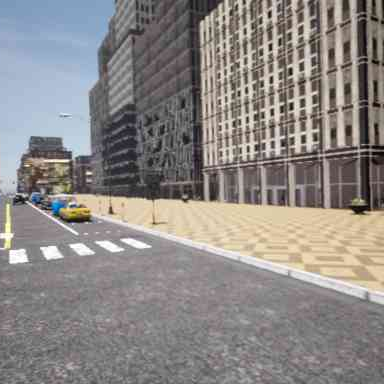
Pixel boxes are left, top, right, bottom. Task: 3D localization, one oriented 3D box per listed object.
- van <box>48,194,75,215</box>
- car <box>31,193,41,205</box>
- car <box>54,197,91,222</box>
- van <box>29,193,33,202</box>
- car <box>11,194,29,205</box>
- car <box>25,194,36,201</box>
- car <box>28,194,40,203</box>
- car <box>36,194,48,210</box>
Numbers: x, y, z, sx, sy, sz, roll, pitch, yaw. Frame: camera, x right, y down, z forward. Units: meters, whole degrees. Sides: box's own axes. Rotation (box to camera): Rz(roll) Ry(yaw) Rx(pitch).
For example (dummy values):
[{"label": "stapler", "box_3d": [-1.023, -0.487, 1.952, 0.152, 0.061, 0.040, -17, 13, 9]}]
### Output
[{"label": "van", "box_3d": [-11.138, 1.119, 28.818, 1.690, 1.788, 3.998, -2, 1, -29]}, {"label": "car", "box_3d": [-21.833, 1.286, 48.277, 1.947, 1.339, 4.313, -2, 1, -29]}, {"label": "car", "box_3d": [-8.541, 1.317, 24.105, 1.752, 1.417, 4.829, -2, 1, -29]}, {"label": "van", "box_3d": [-27.187, 1.033, 58.001, 1.690, 1.788, 3.998, -2, 1, -29]}, {"label": "car", "box_3d": [-28.253, 1.288, 54.364, 1.837, 1.490, 4.892, -2, 1, -29]}, {"label": "car", "box_3d": [-35.208, 1.216, 72.597, 1.947, 1.339, 4.313, -2, 1, -29]}, {"label": "car", "box_3d": [-29.940, 1.202, 63.017, 1.752, 1.417, 4.829, -2, 1, -29]}, {"label": "car", "box_3d": [-16.484, 1.299, 38.548, 2.008, 1.369, 4.403, -2, 1, -29]}]
